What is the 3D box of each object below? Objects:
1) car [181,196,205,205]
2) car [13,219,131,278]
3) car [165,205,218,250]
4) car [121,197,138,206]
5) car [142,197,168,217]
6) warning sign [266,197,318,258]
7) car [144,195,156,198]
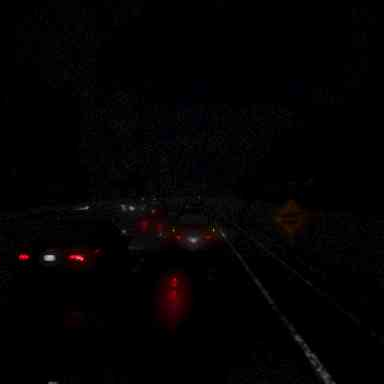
[{"bbox_3d":[0.076,1.401,28.757,2.128,1.511,4.902,0,0,0],"label":"car"},{"bbox_3d":[-3.202,1.532,10.035,2.033,1.411,5.357,0,0,1],"label":"car"},{"bbox_3d":[0.072,1.496,13.975,1.812,1.442,4.674,0,0,0],"label":"car"},{"bbox_3d":[-9.811,1.456,52.701,1.994,1.385,4.181,0,0,0],"label":"car"},{"bbox_3d":[-3.169,1.431,29.854,1.812,1.442,4.674,0,0,0],"label":"car"},{"bbox_3d":[3.210,1.098,10.814,1.300,1.860,1.060,-1,-1,0],"label":"warning sign"},{"bbox_3d":[-6.562,1.242,52.636,2.097,1.767,4.553,0,0,0],"label":"car"}]
